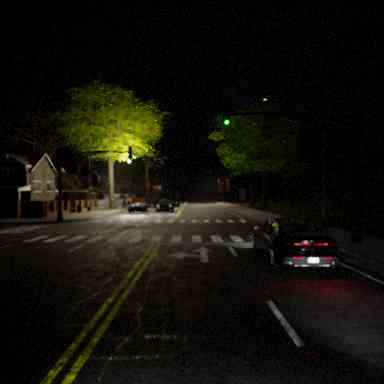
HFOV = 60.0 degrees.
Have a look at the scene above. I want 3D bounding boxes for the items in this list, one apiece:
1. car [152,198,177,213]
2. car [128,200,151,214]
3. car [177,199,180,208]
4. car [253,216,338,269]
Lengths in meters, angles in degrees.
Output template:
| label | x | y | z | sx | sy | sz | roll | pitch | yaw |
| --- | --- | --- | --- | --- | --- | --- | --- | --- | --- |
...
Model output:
| label | x | y | z | sx | sy | sz | roll | pitch | yaw |
| --- | --- | --- | --- | --- | --- | --- | --- | --- | --- |
| car | -3.340 | 1.707 | 41.555 | 2.097 | 1.767 | 4.553 | 0 | 0 | 0 |
| car | -6.591 | 1.951 | 41.016 | 1.895 | 1.301 | 4.718 | 0 | 0 | 0 |
| car | -3.286 | 1.861 | 58.961 | 2.097 | 1.767 | 4.553 | 0 | 0 | 0 |
| car | 3.338 | 1.607 | 11.475 | 1.837 | 1.490 | 4.892 | 0 | 0 | 1 |
